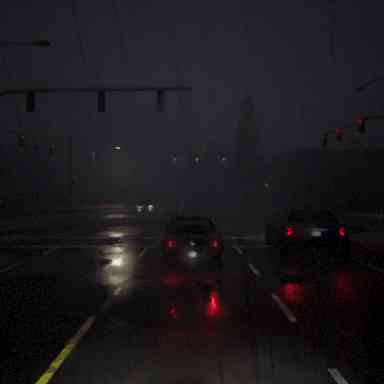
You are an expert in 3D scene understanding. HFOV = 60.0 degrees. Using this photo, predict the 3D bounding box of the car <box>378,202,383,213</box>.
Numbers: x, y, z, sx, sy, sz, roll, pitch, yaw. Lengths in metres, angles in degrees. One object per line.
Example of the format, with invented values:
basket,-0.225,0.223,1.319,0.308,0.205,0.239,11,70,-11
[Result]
car,19.681,1.160,30.567,4.553,1.767,2.097,0,0,0

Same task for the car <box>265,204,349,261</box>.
car,3.968,1.275,12.210,2.097,1.767,4.553,0,0,5

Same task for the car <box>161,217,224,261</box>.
car,-0.070,1.525,11.919,1.895,1.301,4.718,0,0,-2

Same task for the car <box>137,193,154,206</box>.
car,-6.822,1.168,49.537,1.882,1.535,5.008,0,0,-2

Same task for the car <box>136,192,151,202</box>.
car,-9.539,0.943,65.534,2.097,1.767,4.553,0,0,-20
